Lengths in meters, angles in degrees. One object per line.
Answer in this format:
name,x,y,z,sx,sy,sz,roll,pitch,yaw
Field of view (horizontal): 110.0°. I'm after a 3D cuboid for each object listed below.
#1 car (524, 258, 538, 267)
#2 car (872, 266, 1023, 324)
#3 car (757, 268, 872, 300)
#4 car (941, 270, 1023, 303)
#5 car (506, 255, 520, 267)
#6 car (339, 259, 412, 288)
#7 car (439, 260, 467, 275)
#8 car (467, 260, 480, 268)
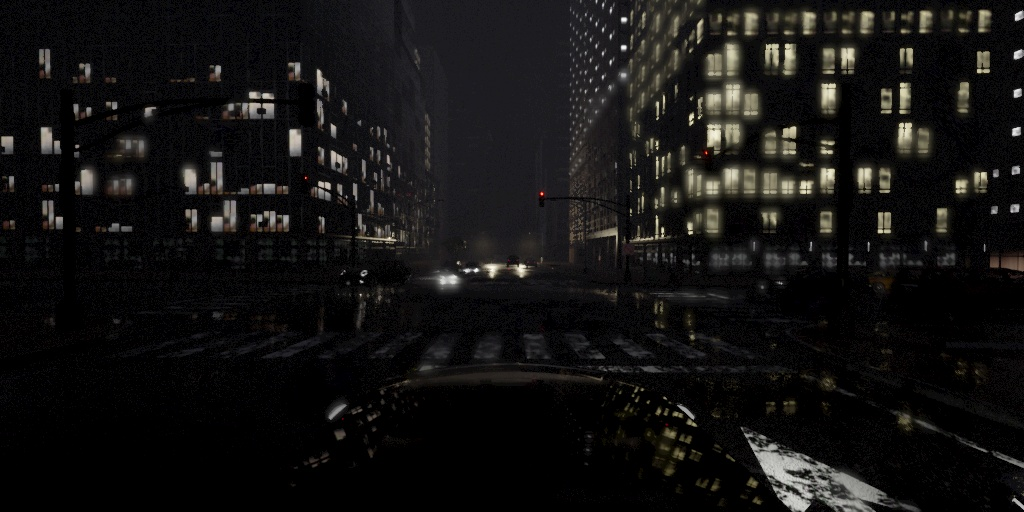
car,3.428,1.228,63.276,1.812,1.442,4.674,0,0,0
car,16.221,1.281,12.455,5.009,1.841,2.192,0,0,1
car,15.289,1.357,18.286,4.902,1.511,2.128,1,1,2
car,25.562,1.504,18.050,5.357,1.411,2.033,0,1,1
car,0.176,0.924,62.898,2.150,2.045,5.566,0,0,0
car,-8.353,0.991,22.287,2.097,1.767,4.553,0,-1,23
car,-6.496,1.220,38.534,2.128,1.511,4.902,0,0,0
car,-6.414,1.309,58.278,1.895,1.301,4.718,0,0,0
